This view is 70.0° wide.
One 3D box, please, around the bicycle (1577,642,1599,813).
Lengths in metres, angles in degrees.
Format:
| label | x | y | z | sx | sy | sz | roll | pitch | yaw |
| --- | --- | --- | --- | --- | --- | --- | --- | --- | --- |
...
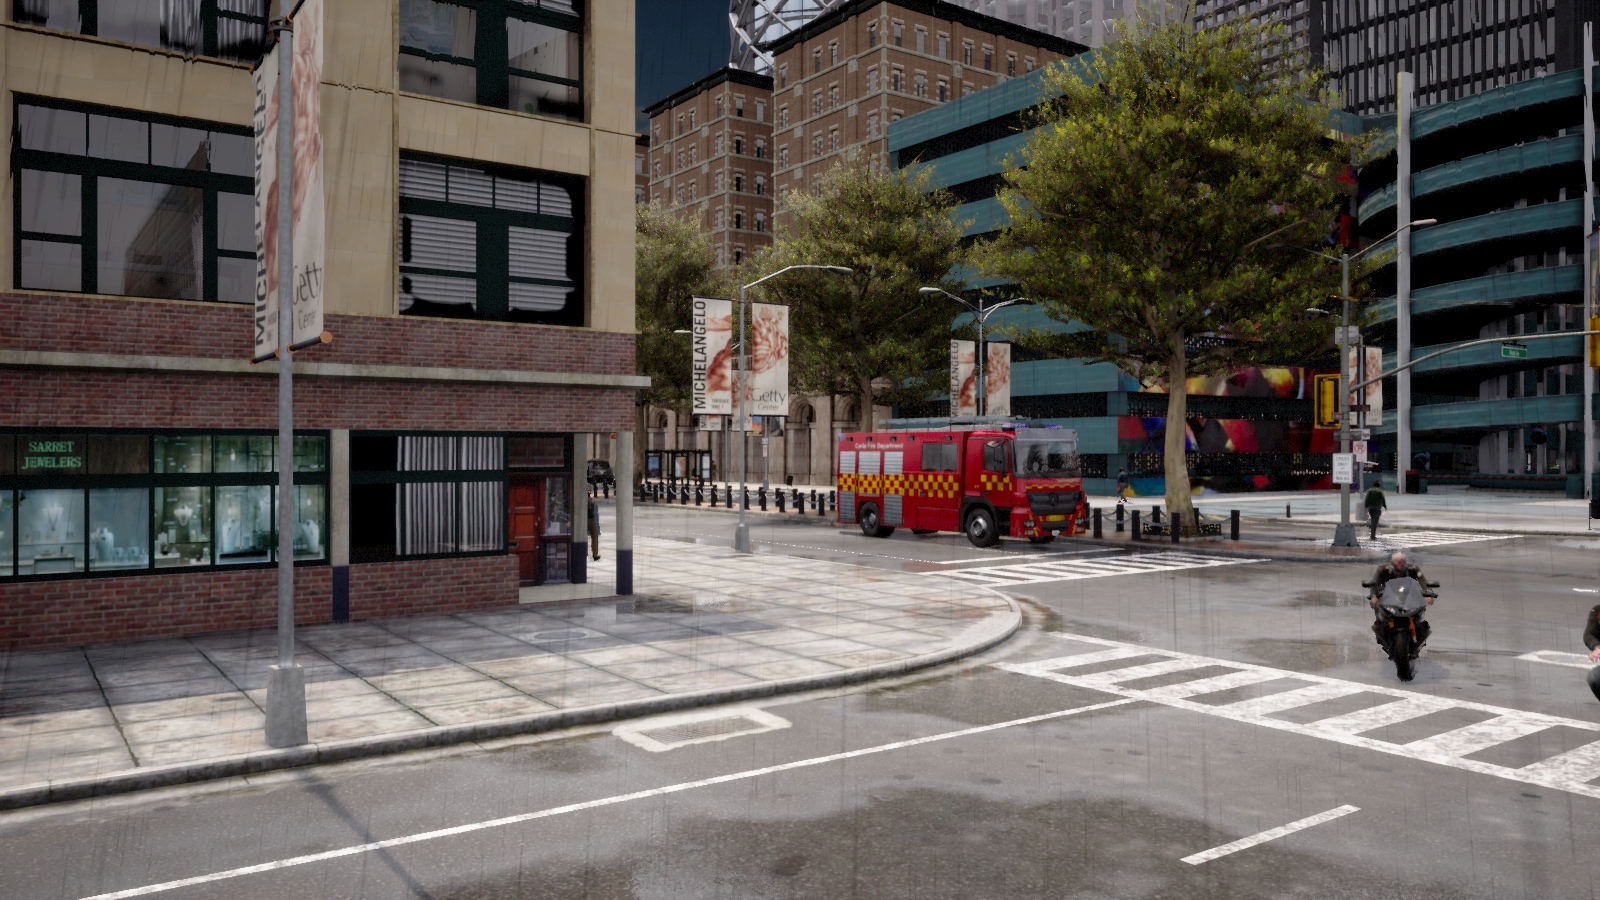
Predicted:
| label | x | y | z | sx | sy | sz | roll | pitch | yaw |
| --- | --- | --- | --- | --- | --- | --- | --- | --- | --- |
| bicycle | 6.812 | 2.206 | 9.433 | 0.329 | 1.171 | 1.835 | -4 | -2 | 43 |

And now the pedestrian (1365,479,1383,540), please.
| label | x | y | z | sx | sy | sz | roll | pitch | yaw |
| --- | --- | --- | --- | --- | --- | --- | --- | --- | --- |
| pedestrian | 17.699 | 1.835 | 35.247 | 0.375 | 1.860 | 0.375 | 0 | 0 | -42 |

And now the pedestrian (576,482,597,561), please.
| label | x | y | z | sx | sy | sz | roll | pitch | yaw |
| --- | --- | --- | --- | --- | --- | --- | --- | --- | --- |
| pedestrian | -5.080 | 1.691 | 27.165 | 0.375 | 1.860 | 0.375 | 0 | 0 | -37 |

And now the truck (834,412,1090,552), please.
| label | x | y | z | sx | sy | sz | roll | pitch | yaw |
| --- | --- | --- | --- | --- | --- | --- | --- | --- | --- |
| truck | 4.745 | 0.881 | 35.550 | 2.891 | 3.827 | 8.468 | 0 | 0 | -35 |

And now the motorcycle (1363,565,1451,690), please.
| label | x | y | z | sx | sy | sz | roll | pitch | yaw |
| --- | --- | --- | --- | --- | --- | --- | --- | --- | --- |
| motorcycle | 7.697 | 2.199 | 14.578 | 0.867 | 1.251 | 2.209 | -3 | -1 | 26 |

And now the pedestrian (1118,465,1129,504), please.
| label | x | y | z | sx | sy | sz | roll | pitch | yaw |
| --- | --- | --- | --- | --- | --- | --- | --- | --- | --- |
| pedestrian | 15.776 | 1.679 | 55.701 | 0.375 | 1.860 | 0.375 | 0 | 0 | -31 |
